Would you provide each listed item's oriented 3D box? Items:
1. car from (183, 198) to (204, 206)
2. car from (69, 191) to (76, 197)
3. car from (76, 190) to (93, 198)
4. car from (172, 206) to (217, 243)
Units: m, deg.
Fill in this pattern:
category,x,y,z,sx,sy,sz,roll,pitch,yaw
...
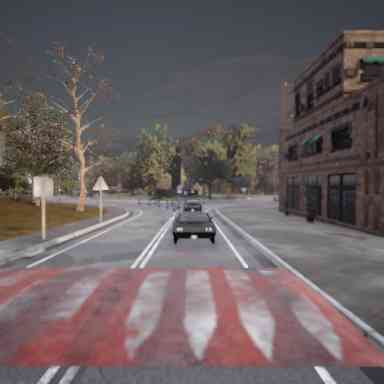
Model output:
category,x,y,z,sx,sy,sz,roll,pitch,yaw
car,0.155,1.404,33.489,1.837,1.490,4.892,0,0,2
car,-26.595,0.430,76.691,1.837,1.490,4.892,0,2,7
car,-23.566,0.515,74.352,1.812,1.442,4.674,0,2,2
car,0.090,1.576,15.985,1.895,1.301,4.718,0,0,0
